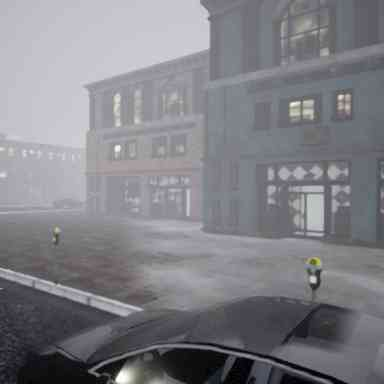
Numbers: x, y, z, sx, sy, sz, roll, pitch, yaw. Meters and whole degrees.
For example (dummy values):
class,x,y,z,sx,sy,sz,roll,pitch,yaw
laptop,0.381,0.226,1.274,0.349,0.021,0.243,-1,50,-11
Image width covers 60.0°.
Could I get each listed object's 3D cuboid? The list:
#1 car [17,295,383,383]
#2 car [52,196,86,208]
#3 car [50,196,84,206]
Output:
class,x,y,z,sx,sy,sz,roll,pitch,yaw
car,0.410,1.559,2.583,4.313,1.339,1.947,0,0,36
car,-15.707,1.441,43.003,1.887,1.381,4.507,0,0,35
car,-19.507,1.395,52.241,1.752,1.417,4.829,0,0,35
